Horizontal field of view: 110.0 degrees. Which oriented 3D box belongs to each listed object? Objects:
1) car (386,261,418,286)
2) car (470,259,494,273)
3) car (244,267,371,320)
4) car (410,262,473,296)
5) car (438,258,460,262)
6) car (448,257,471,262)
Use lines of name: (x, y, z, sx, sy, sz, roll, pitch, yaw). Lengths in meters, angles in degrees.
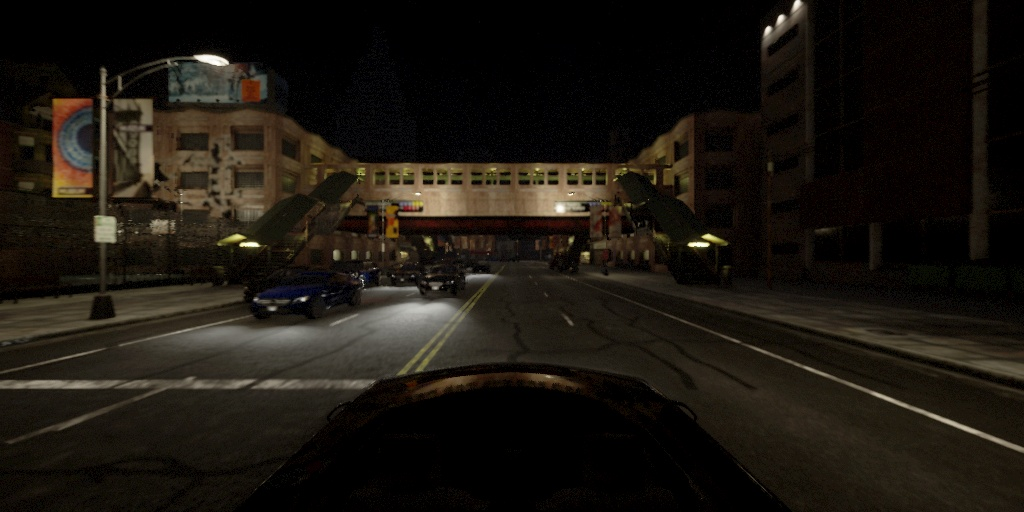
car: (-7.083, 1.272, 25.482, 1.812, 1.442, 4.674, 0, 0, 0)
car: (-3.479, 1.345, 41.967, 1.895, 1.301, 4.718, 0, 0, 1)
car: (-6.984, 1.274, 12.783, 1.812, 1.442, 4.674, 0, 0, 0)
car: (-3.590, 1.240, 19.288, 2.128, 1.511, 4.902, 0, 0, 0)
car: (-6.969, 1.252, 36.942, 1.837, 1.490, 4.892, 0, -1, 0)
car: (-6.892, 1.250, 46.262, 1.837, 1.490, 4.892, 0, 0, 1)
